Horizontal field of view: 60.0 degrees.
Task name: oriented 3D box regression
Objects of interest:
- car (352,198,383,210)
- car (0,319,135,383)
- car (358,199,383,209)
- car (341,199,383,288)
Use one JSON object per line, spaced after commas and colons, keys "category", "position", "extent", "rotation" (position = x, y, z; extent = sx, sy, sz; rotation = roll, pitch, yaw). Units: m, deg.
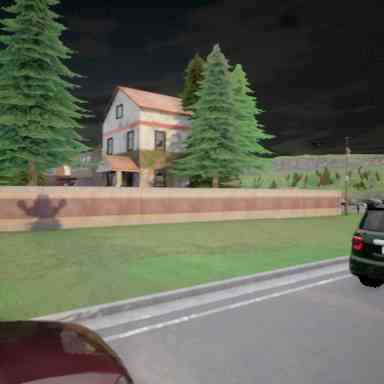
{"category": "car", "position": [26.371, 1.733, 48.862], "extent": [1.837, 1.490, 4.892], "rotation": [0, 0, -36]}
{"category": "car", "position": [-2.421, 1.560, 2.137], "extent": [4.181, 1.385, 1.994], "rotation": [0, 0, -34]}
{"category": "car", "position": [28.474, 1.808, 51.922], "extent": [1.994, 1.385, 4.181], "rotation": [0, 0, -37]}
{"category": "car", "position": [6.099, 1.267, 8.119], "extent": [5.566, 2.045, 2.150], "rotation": [0, 0, -35]}
